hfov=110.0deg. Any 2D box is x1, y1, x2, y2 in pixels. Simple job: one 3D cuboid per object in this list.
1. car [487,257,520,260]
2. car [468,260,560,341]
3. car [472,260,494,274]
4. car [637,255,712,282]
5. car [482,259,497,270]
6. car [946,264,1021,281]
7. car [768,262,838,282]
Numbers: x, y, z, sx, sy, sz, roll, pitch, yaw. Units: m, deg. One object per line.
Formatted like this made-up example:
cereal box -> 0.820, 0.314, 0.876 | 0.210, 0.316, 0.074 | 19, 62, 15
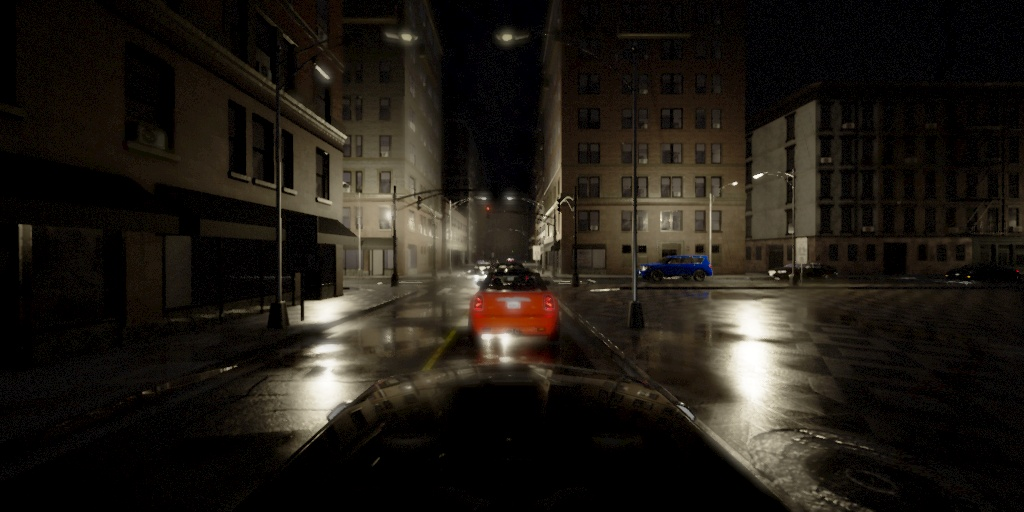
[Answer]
car -> -0.185, 1.093, 18.901 | 2.097, 1.767, 4.553 | 0, 0, -3
car -> 0.046, 1.098, 9.980 | 2.097, 1.767, 4.553 | 0, 0, 0
car -> -3.229, 1.221, 41.295 | 2.128, 1.511, 4.902 | 0, 0, 0
car -> 12.957, 0.963, 28.663 | 5.566, 2.045, 2.150 | 0, 0, -1
car -> -3.247, 1.230, 51.543 | 1.837, 1.490, 4.892 | 0, 0, 0
car -> 37.873, 1.308, 28.896 | 4.181, 1.385, 1.994 | 0, 0, 0
car -> 23.252, 1.235, 28.771 | 4.902, 1.511, 2.128 | 0, 0, -1
